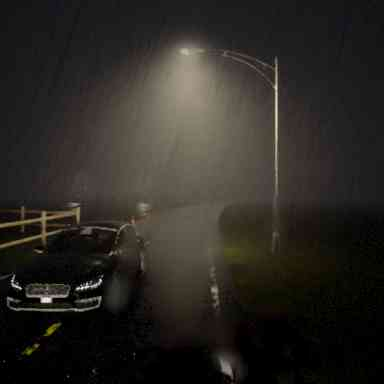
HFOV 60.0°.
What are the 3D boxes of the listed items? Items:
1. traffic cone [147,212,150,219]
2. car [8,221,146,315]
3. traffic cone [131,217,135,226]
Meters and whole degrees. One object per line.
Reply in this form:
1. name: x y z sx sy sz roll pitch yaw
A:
1. traffic cone: -3.558 1.957 27.396 0.340 0.580 0.340 0 0 5
2. car: -2.296 1.504 7.827 1.837 1.490 4.892 0 0 2
3. traffic cone: -3.967 1.955 22.373 0.340 0.580 0.340 0 0 4
